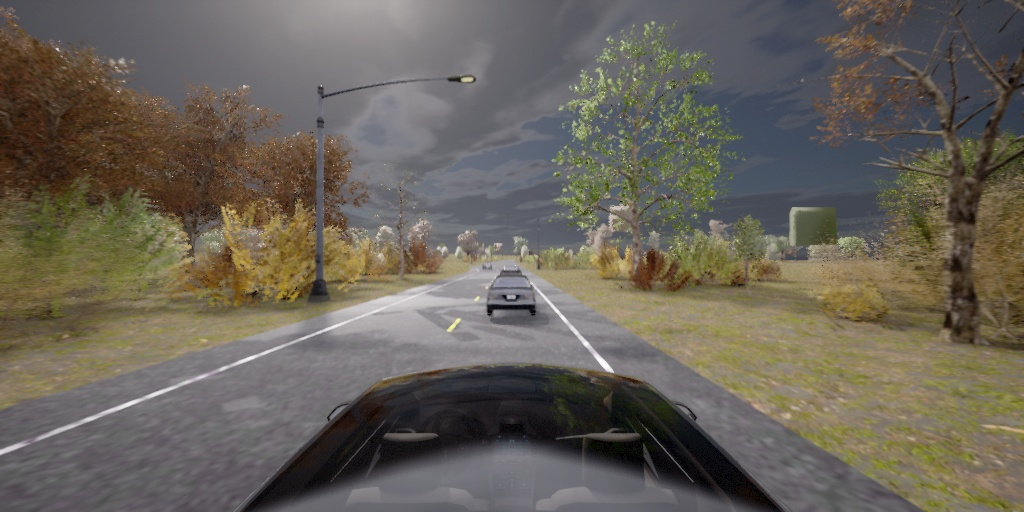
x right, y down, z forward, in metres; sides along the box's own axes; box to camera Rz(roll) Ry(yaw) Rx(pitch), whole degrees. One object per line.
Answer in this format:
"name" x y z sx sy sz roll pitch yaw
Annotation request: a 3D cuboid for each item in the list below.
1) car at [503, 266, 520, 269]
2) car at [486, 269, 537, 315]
"car" -0.058 1.550 30.345 2.128 1.511 4.902 0 0 0
"car" -0.007 1.434 14.374 2.033 1.411 5.357 0 -1 0
